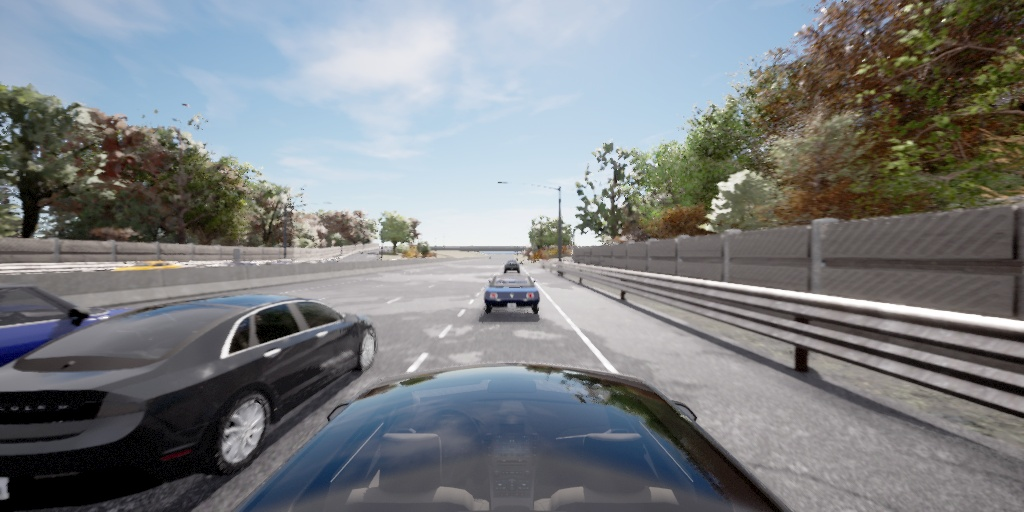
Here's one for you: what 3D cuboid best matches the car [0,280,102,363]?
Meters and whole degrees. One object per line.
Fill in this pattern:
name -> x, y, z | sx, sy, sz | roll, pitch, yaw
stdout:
car -> -10.401, 1.268, 5.962 | 1.812, 1.442, 4.674 | 0, 0, 0

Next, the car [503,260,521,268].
car -> -0.012, 1.236, 42.623 | 1.837, 1.490, 4.892 | 0, 0, 0

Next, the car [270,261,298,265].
car -> -28.059, 1.276, 44.094 | 2.033, 1.411, 5.357 | 0, 0, 1

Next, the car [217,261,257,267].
car -> -24.564, 1.216, 31.806 | 2.128, 1.511, 4.902 | 0, 0, 1

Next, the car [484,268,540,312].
car -> -0.002, 1.335, 14.010 | 1.895, 1.301, 4.718 | 0, 0, 0

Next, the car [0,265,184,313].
car -> -6.901, 1.097, 4.488 | 2.097, 1.767, 4.553 | 0, 0, 0

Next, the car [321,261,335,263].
car -> -21.084, 1.275, 40.868 | 2.033, 1.411, 5.357 | 0, 0, 0

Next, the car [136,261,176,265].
car -> -31.560, 1.202, 31.344 | 1.882, 1.535, 5.008 | 0, 0, 1

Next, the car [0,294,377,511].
car -> -3.399, 1.250, 4.739 | 1.837, 1.490, 4.892 | 0, 0, 0
